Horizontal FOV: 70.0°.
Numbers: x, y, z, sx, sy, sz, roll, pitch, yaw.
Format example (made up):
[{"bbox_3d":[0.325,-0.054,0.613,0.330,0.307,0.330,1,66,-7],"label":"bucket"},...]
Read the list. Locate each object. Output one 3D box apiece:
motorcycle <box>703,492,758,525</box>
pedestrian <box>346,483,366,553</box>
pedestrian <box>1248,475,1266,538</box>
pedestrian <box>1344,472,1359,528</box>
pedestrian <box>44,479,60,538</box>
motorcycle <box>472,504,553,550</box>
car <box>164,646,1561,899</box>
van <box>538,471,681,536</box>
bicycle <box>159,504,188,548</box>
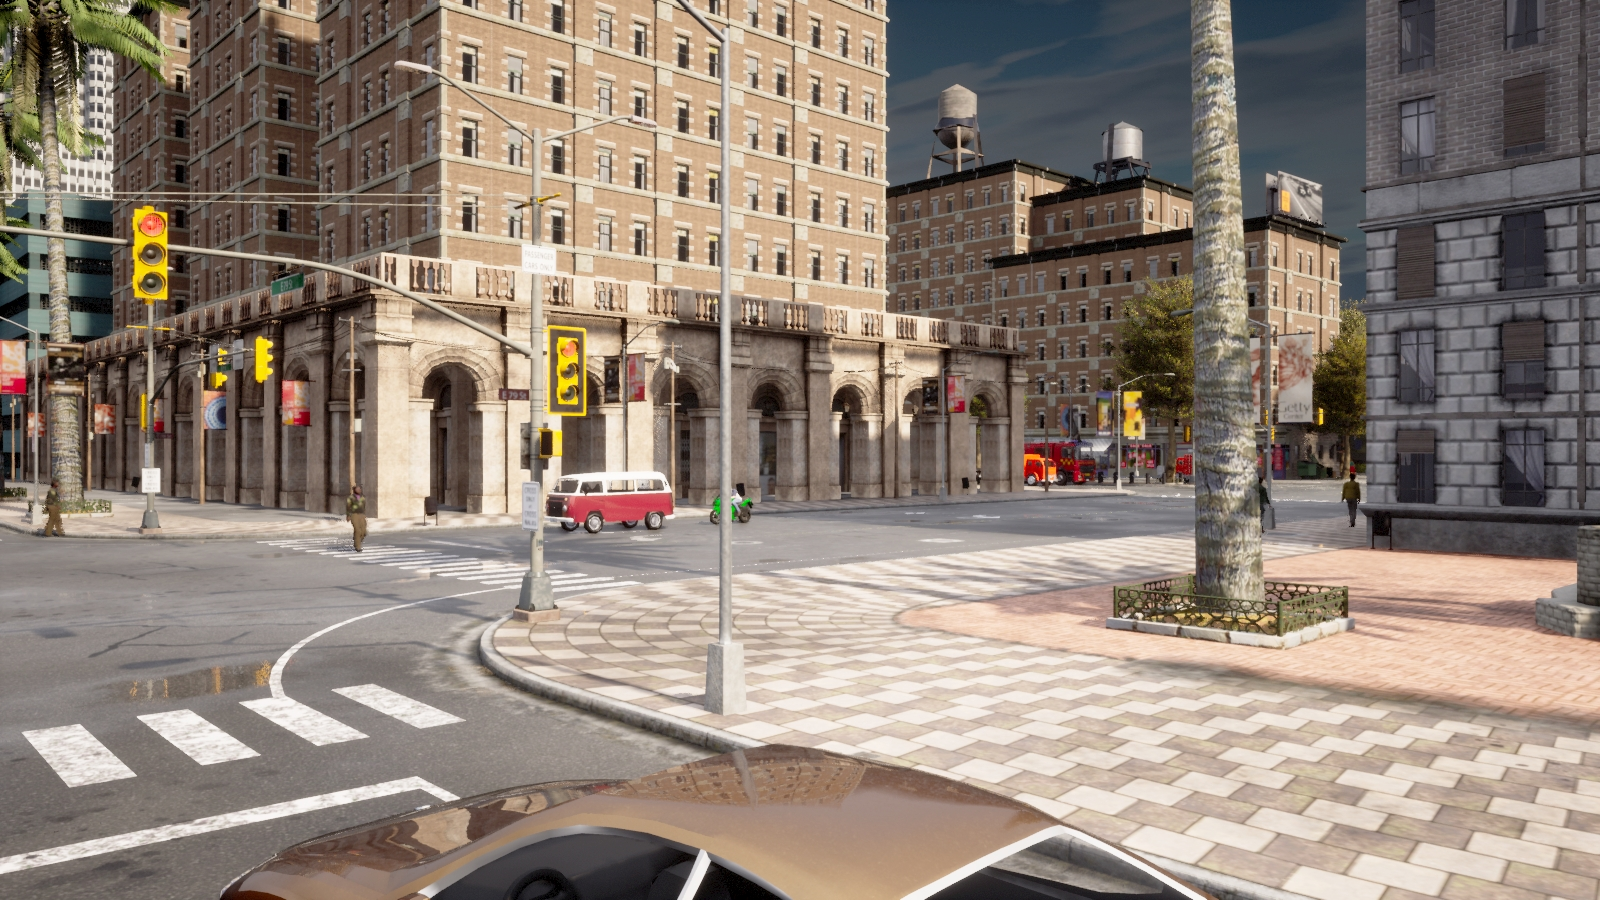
[{"bbox_3d":[-2.608,2.213,43.140,2.033,1.145,0.803,0,0,-43],"label":"motorcycle"},{"bbox_3d":[-12.119,1.849,31.167,0.375,1.860,0.375,0,0,38],"label":"pedestrian"},{"bbox_3d":[13.756,1.697,34.364,0.375,1.860,0.375,0,0,-42],"label":"pedestrian"},{"bbox_3d":[18.786,1.696,38.885,0.375,1.860,0.375,0,0,40],"label":"pedestrian"},{"bbox_3d":[-23.761,1.848,36.278,0.375,1.860,0.375,0,0,-42],"label":"pedestrian"},{"bbox_3d":[-8.214,2.205,32.755,2.209,1.251,0.867,0,-1,-10],"label":"motorcycle"},{"bbox_3d":[-0.308,1.992,4.309,5.027,1.651,2.152,0,0,42],"label":"car"},{"bbox_3d":[-6.553,1.783,39.554,4.480,2.038,2.069,0,0,-42],"label":"van"},{"bbox_3d":[-18.369,2.206,33.487,0.373,1.196,1.643,0,0,-42],"label":"bicycle"}]
